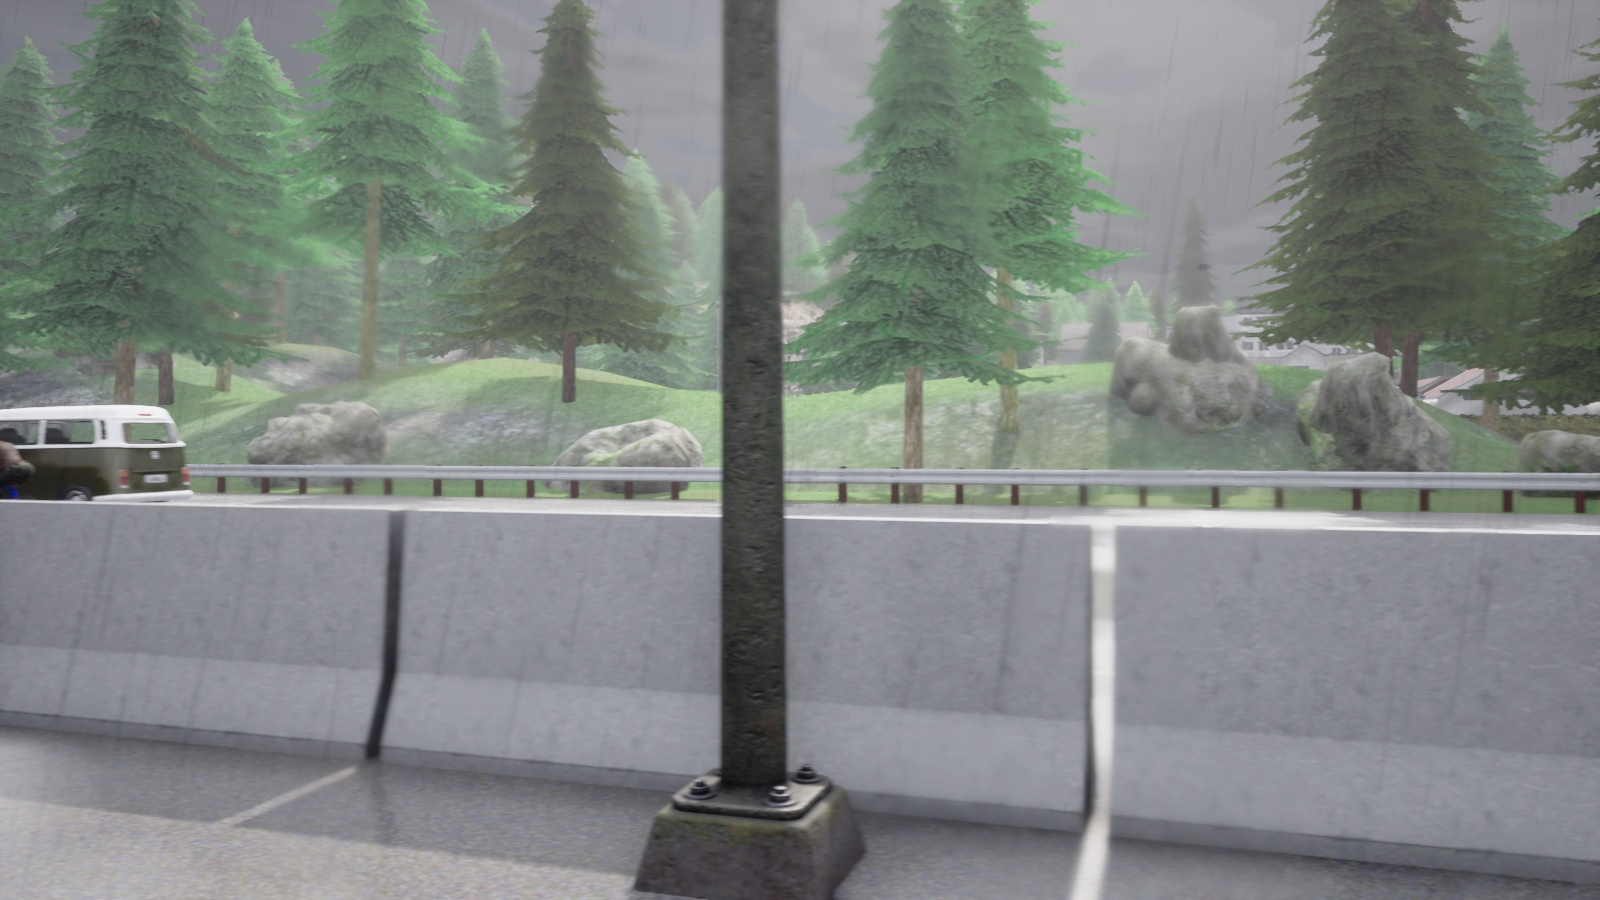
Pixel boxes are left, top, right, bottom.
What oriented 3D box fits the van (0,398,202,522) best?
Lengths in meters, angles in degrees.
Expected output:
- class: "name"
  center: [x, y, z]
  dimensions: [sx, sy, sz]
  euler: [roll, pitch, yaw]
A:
- class: "van"
  center: [-13.270, 0.139, 22.425]
  dimensions: [4.480, 2.038, 2.069]
  euler: [0, 1, 19]
